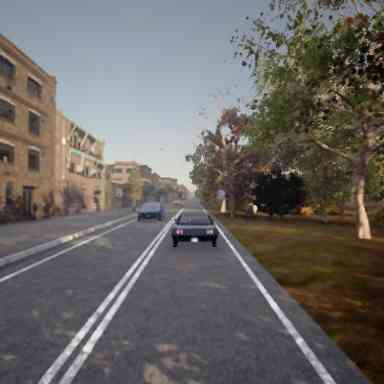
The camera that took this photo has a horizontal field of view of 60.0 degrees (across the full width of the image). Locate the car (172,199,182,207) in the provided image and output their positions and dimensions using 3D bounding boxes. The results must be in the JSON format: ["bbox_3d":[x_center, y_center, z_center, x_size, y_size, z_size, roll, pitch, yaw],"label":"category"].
[{"bbox_3d":[-3.014,2.247,68.294,1.882,1.535,5.008,0,-1,0],"label":"car"}]

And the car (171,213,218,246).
[{"bbox_3d":[0.115,1.625,15.421,1.895,1.301,4.718,0,0,0],"label":"car"}]

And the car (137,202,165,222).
[{"bbox_3d":[-3.303,1.591,27.730,1.882,1.535,5.008,0,-1,0],"label":"car"}]
